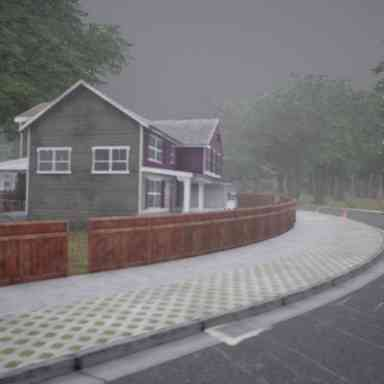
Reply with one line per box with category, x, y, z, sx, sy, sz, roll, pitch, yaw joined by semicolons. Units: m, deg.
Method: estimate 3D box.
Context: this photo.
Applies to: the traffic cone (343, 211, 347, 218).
traffic cone;12.059;1.730;26.213;0.340;0.580;0.340;1;1;-1
